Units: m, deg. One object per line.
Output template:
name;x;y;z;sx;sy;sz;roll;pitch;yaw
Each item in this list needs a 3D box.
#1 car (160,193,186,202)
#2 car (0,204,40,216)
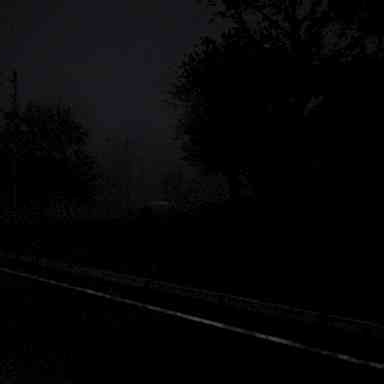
car;-3.313;0.950;58.918;2.033;1.411;5.357;-1;2;39
car;-20.099;1.868;38.113;1.882;1.535;5.008;-1;2;39
